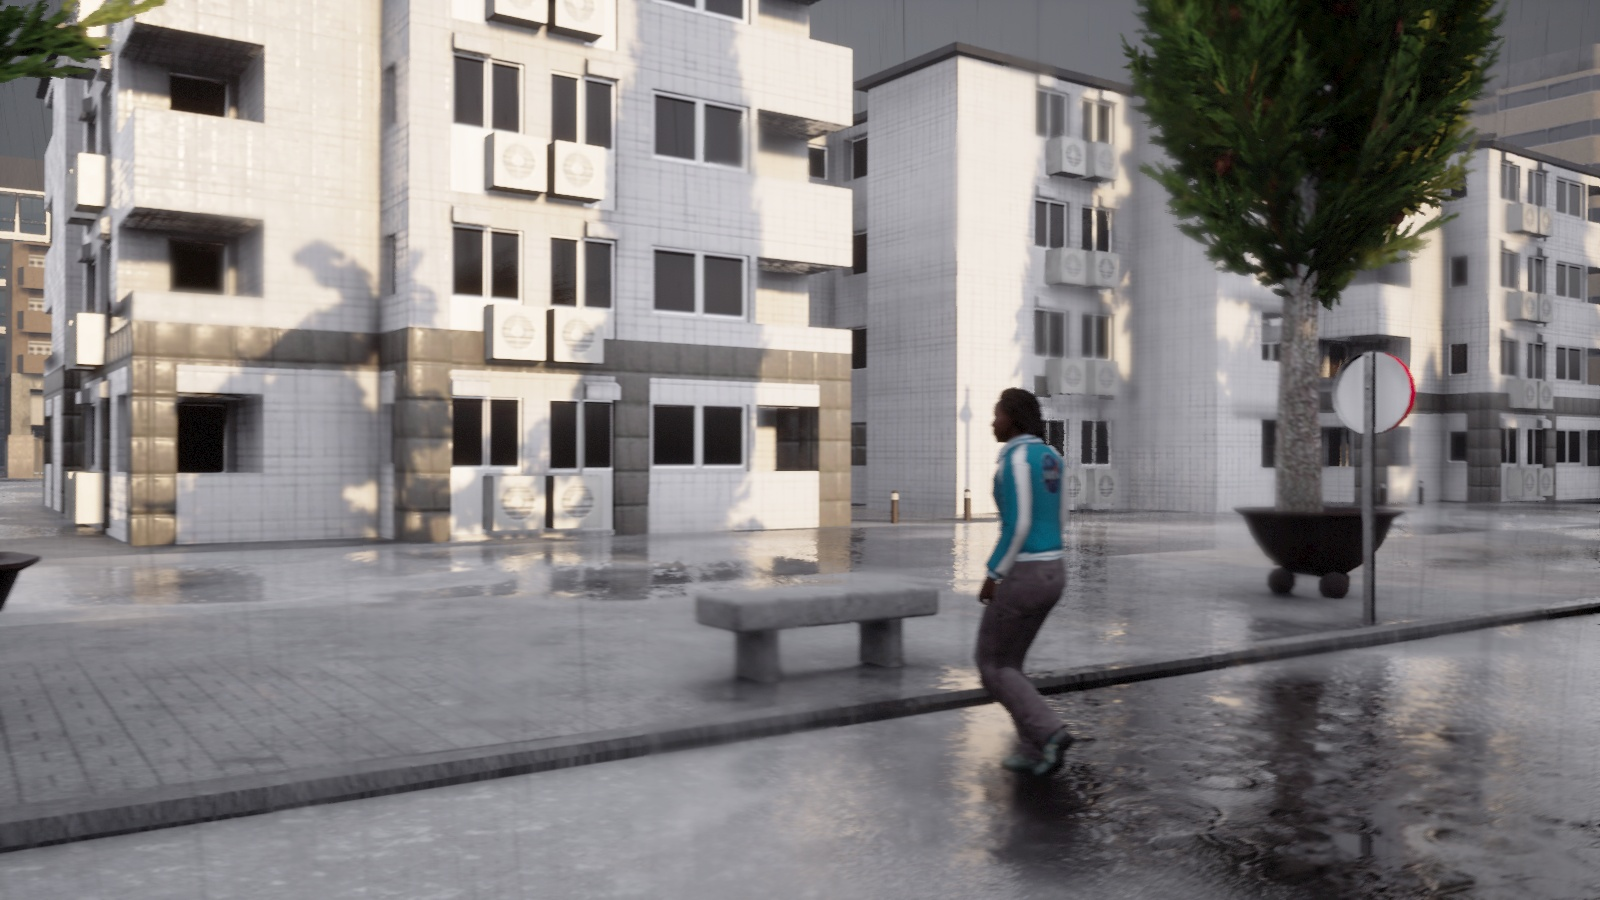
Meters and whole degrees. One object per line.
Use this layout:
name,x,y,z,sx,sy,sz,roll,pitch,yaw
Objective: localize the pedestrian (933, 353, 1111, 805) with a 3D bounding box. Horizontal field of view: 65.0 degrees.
pedestrian,1.011,0.553,5.732,0.692,1.930,0.396,0,0,38
